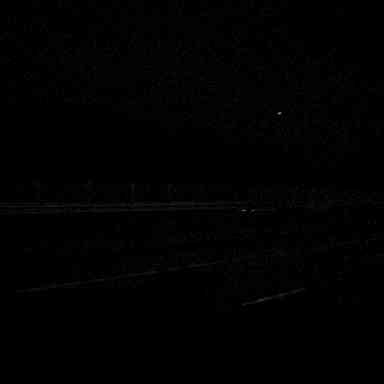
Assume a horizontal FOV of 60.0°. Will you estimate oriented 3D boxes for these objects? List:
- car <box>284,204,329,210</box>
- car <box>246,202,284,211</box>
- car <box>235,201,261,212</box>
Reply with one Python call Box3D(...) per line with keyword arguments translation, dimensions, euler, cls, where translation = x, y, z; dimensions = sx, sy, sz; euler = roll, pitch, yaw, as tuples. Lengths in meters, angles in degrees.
Box3D(translation=(10.419, 1.768, 28.614), dimensions=(4.674, 1.442, 1.812), euler=(1, 0, -35), cls="car")
Box3D(translation=(7.671, 1.834, 30.954), dimensions=(4.718, 1.301, 1.895), euler=(1, 0, -35), cls="car")
Box3D(translation=(6.559, 1.749, 34.457), dimensions=(4.892, 1.490, 1.837), euler=(1, 0, -35), cls="car")
